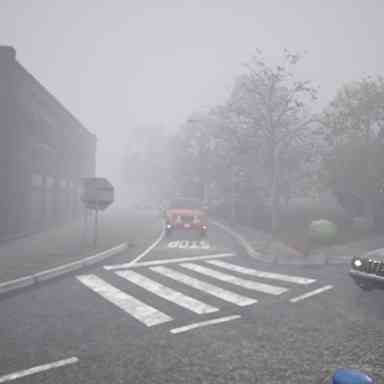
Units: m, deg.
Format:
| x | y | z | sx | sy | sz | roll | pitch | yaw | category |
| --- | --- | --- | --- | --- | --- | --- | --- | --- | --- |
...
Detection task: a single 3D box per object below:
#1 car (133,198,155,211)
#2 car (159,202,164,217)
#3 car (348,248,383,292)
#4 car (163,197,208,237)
| x | y | z | sx | sy | sz | roll | pitch | yaw | category |
| --- | --- | --- | --- | --- | --- | --- | --- | --- | --- |
| -6.685 | 1.698 | 46.185 | 2.097 | 1.767 | 4.553 | 2 | -1 | -24 | car |
| -1.741 | 1.557 | 30.824 | 2.097 | 1.767 | 4.553 | 2 | -1 | -13 | car |
| 5.691 | 1.587 | 7.740 | 4.718 | 1.301 | 1.895 | 0 | 0 | -35 | car |
| -0.374 | 1.361 | 19.625 | 2.150 | 2.045 | 5.566 | 2 | 0 | -3 | car |
